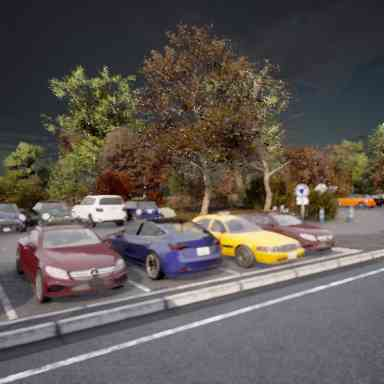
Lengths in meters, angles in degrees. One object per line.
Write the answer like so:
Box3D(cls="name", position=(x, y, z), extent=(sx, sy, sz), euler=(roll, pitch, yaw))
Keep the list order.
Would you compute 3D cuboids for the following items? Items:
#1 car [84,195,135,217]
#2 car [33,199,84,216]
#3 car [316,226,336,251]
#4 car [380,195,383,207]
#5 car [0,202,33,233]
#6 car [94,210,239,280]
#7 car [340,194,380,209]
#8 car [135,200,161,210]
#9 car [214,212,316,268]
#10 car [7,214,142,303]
Box3D(cls="car", position=(-6.352, 1.248, 22.569), extent=(2.435, 2.045, 5.566), euler=(0, 0, -35))
Box3D(cls="car", position=(-8.728, 1.385, 20.888), extent=(2.185, 1.767, 4.553), euler=(0, 0, -35))
Box3D(cls="car", position=(3.372, 1.530, 13.412), extent=(2.002, 1.452, 4.674), euler=(0, -1, -35))
Box3D(cls="car", position=(21.864, 1.152, 42.114), extent=(2.097, 1.535, 5.008), euler=(0, 0, -35))
Box3D(cls="car", position=(-11.000, 1.396, 19.278), extent=(2.185, 1.767, 4.553), euler=(0, 0, -35))
Box3D(cls="car", position=(-1.062, 1.541, 10.287), extent=(2.163, 1.488, 4.792), euler=(0, 0, -35))
Box3D(cls="car", position=(19.672, 1.043, 40.538), extent=(2.185, 1.767, 4.553), euler=(0, 0, -35))
Box3D(cls="car", position=(-4.044, 1.363, 24.131), extent=(2.185, 1.767, 4.553), euler=(0, 0, -35))
Box3D(cls="car", position=(1.333, 1.497, 11.721), extent=(1.946, 1.575, 5.366), euler=(0, 0, -35))
Box3D(cls="car", position=(-3.317, 1.562, 8.656), extent=(2.002, 1.452, 4.674), euler=(0, 0, -35))
